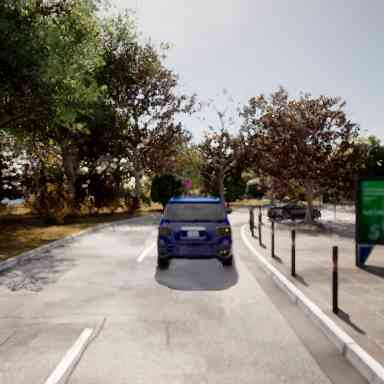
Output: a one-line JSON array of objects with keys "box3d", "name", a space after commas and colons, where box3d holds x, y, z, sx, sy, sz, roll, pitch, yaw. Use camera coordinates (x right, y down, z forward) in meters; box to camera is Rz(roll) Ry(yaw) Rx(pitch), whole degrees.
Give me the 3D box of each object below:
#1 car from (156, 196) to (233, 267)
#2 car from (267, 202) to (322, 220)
[{"box3d": [0.196, 1.155, 11.282, 2.150, 2.045, 5.566, 0, 0, 4], "name": "car"}, {"box3d": [8.058, 1.484, 26.153, 4.181, 1.385, 1.994, 1, 0, -20], "name": "car"}]
